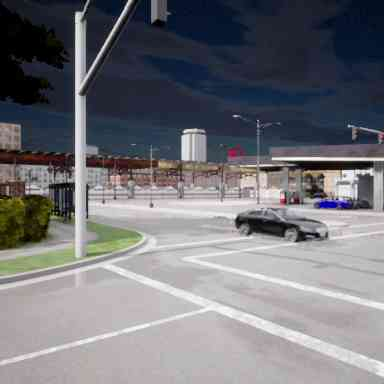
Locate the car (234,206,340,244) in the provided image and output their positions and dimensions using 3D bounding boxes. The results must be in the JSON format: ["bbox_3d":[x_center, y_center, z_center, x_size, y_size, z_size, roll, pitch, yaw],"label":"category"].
[{"bbox_3d":[4.130,1.504,16.056,2.128,1.511,4.902,0,1,-35],"label":"car"}]

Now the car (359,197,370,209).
[{"bbox_3d":[21.435,1.454,44.407,1.970,1.475,3.806,0,0,-35],"label":"car"}]

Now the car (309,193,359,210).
[{"bbox_3d":[17.171,1.293,40.481,2.242,1.667,4.611,0,0,-35],"label":"car"}]
